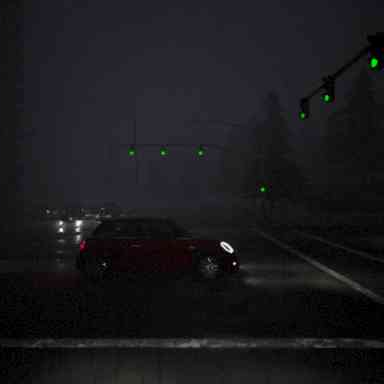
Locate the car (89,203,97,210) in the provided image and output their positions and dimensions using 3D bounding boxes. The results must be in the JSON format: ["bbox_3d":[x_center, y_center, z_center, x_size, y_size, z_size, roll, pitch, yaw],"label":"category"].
[{"bbox_3d":[-12.048,2.123,43.736,1.895,1.301,4.718,0,-1,-29],"label":"car"}]

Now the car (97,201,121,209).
[{"bbox_3d":[-8.730,1.775,35.385,2.097,1.767,4.553,0,-1,-17],"label":"car"}]

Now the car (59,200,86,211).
[{"bbox_3d":[-19.102,2.110,53.005,5.008,1.535,1.882,-1,-1,43],"label":"car"}]

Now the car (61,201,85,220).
[{"bbox_3d":[-11.730,1.899,32.998,1.837,1.490,4.892,0,-1,-12],"label":"car"}]

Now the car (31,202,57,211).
[{"bbox_3d":[-22.593,2.178,51.490,4.181,1.385,1.994,-1,-1,41],"label":"car"}]

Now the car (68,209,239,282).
[{"bbox_3d":[-0.925,1.507,9.797,4.553,1.767,2.097,0,-1,0],"label":"car"}]

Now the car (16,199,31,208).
[{"bbox_3d":[-31.605,2.049,61.411,4.553,1.767,2.097,0,-1,23],"label":"car"}]
